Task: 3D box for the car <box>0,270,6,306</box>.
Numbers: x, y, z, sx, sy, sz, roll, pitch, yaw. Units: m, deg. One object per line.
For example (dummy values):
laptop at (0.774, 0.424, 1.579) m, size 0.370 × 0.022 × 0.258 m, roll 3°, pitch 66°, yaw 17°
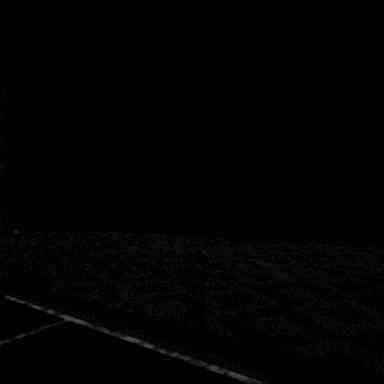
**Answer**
car at (-5.330, 1.681, 6.657) m, size 4.206 × 1.307 × 1.802 m, roll -1°, pitch -1°, yaw 36°
